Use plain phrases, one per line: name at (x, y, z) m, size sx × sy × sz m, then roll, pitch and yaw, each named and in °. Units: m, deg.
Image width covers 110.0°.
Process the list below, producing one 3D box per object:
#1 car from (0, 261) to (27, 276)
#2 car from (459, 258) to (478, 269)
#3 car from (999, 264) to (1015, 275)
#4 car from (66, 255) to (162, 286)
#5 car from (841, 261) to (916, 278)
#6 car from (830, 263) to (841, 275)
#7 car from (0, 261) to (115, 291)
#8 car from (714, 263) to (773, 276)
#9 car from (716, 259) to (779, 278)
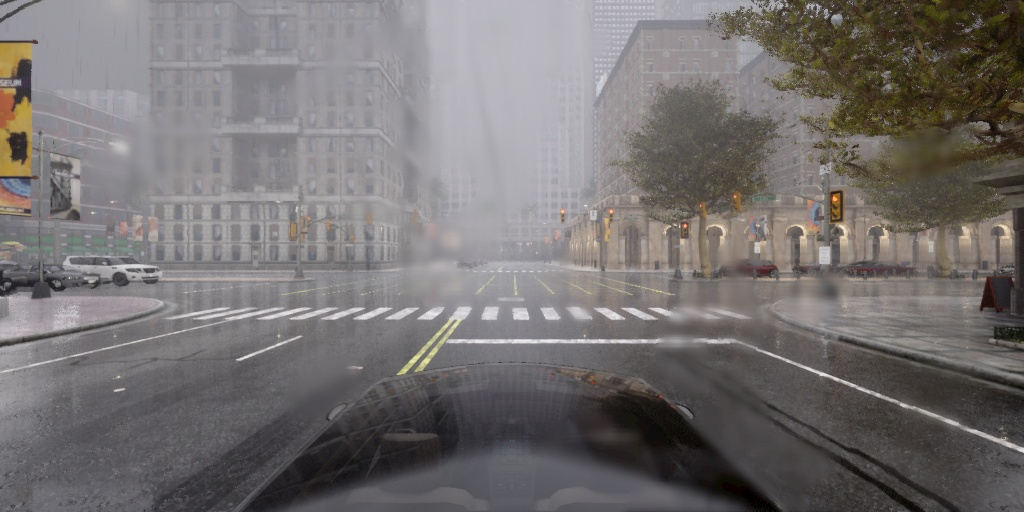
car at (-52.547, 1.254, 36.911) m, size 4.892 × 1.490 × 1.837 m, roll 0°, pitch 0°, yaw 20°
car at (-7.119, 1.100, 56.600) m, size 2.097 × 1.767 × 4.553 m, roll 0°, pitch 0°, yaw 0°
car at (51.898, 1.241, 35.782) m, size 4.902 × 1.511 × 2.128 m, roll 0°, pitch 0°, yaw 1°
car at (-27.387, 0.971, 24.547) m, size 5.566 × 2.045 × 2.150 m, roll 0°, pitch 0°, yaw 2°
car at (33.208, 1.350, 32.427) m, size 4.718 × 1.301 × 1.895 m, roll 0°, pitch 0°, yaw 0°
car at (35.340, 1.254, 35.918) m, size 4.892 × 1.490 × 1.837 m, roll 0°, pitch 0°, yaw 0°
car at (-27.066, 1.241, 21.030) m, size 4.902 × 1.511 × 2.128 m, roll 0°, pitch 0°, yaw 0°
car at (23.146, 1.350, 35.977) m, size 4.718 × 1.301 × 1.895 m, roll 0°, pitch 0°, yaw 0°
car at (21.385, 1.101, 32.485) m, size 4.553 × 1.767 × 2.097 m, roll 0°, pitch 0°, yaw 0°
